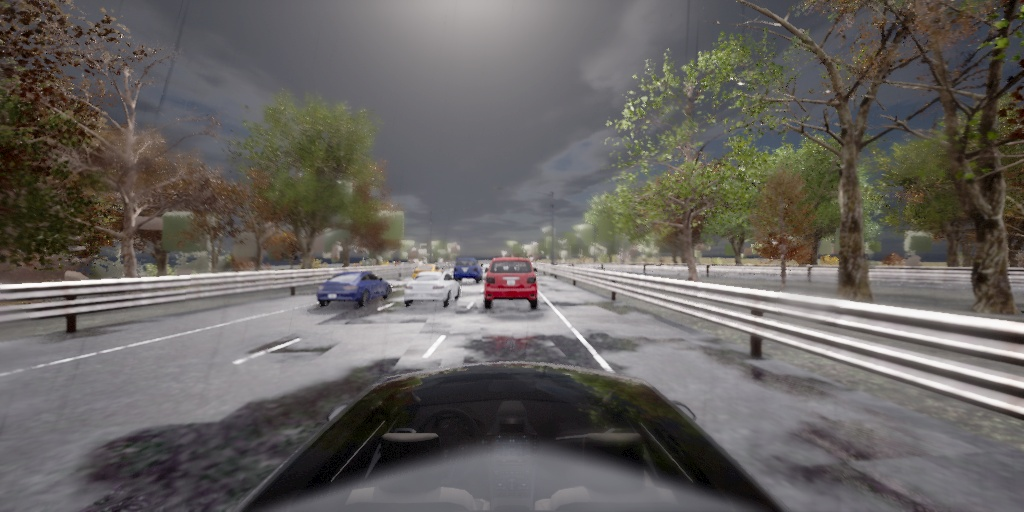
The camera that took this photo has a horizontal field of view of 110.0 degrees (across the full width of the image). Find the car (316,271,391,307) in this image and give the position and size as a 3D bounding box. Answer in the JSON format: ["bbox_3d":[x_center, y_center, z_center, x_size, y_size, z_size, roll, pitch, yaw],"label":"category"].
[{"bbox_3d":[-7.058,1.418,16.355,1.812,1.442,4.674,0,0,0],"label":"car"}]

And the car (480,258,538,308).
[{"bbox_3d":[-0.059,1.105,16.075,2.150,2.045,5.566,0,0,0],"label":"car"}]

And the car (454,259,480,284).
[{"bbox_3d":[-3.768,1.258,31.090,2.150,2.045,5.566,0,0,-1],"label":"car"}]

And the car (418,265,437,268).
[{"bbox_3d":[-7.271,1.524,31.469,1.882,1.535,5.008,0,0,-1],"label":"car"}]

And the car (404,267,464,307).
[{"bbox_3d":[-3.557,1.418,16.399,1.812,1.442,4.674,0,0,0],"label":"car"}]
